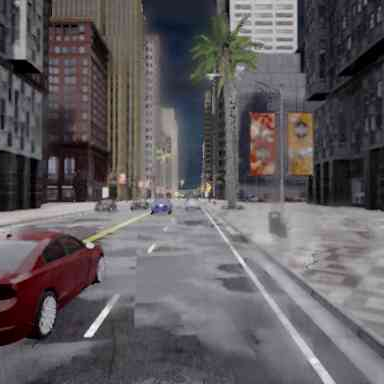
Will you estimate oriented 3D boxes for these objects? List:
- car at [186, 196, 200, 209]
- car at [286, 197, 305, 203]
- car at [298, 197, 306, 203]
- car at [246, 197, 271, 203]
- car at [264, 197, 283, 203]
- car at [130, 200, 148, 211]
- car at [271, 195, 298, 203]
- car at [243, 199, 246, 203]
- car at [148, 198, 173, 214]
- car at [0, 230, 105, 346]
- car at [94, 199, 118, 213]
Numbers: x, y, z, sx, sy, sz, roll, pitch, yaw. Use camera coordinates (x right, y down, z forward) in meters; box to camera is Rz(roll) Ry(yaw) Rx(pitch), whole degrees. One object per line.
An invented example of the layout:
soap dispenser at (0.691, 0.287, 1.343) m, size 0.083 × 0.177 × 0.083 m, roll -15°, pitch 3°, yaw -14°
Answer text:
car at (0.102, 1.685, 47.371) m, size 1.812 × 1.442 × 4.674 m, roll 0°, pitch 0°, yaw 0°
car at (26.465, 2.037, 85.131) m, size 4.206 × 1.307 × 1.802 m, roll 0°, pitch -1°, yaw -1°
car at (26.593, 1.866, 76.608) m, size 4.313 × 1.339 × 1.947 m, roll 0°, pitch -1°, yaw -1°
car at (15.317, 1.918, 76.433) m, size 4.206 × 1.307 × 1.802 m, roll 0°, pitch -1°, yaw -1°
car at (20.827, 2.038, 85.043) m, size 4.313 × 1.339 × 1.947 m, roll 0°, pitch -1°, yaw -1°
car at (-6.569, 1.692, 42.261) m, size 1.994 × 1.385 × 4.181 m, roll 0°, pitch 0°, yaw 0°
car at (20.955, 1.632, 76.524) m, size 5.009 × 1.841 × 2.192 m, roll 0°, pitch -1°, yaw -1°
car at (15.187, 2.057, 84.956) m, size 4.313 × 1.339 × 1.947 m, roll 0°, pitch -1°, yaw -1°
car at (-3.150, 1.448, 36.019) m, size 2.097 × 1.767 × 4.553 m, roll 0°, pitch 0°, yaw 0°
car at (-3.150, 1.487, 6.553) m, size 1.882 × 1.535 × 5.008 m, roll 0°, pitch 0°, yaw 0°
car at (-9.840, 1.613, 38.316) m, size 1.837 × 1.490 × 4.892 m, roll 0°, pitch 0°, yaw 0°
